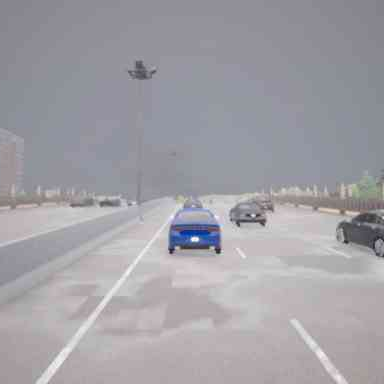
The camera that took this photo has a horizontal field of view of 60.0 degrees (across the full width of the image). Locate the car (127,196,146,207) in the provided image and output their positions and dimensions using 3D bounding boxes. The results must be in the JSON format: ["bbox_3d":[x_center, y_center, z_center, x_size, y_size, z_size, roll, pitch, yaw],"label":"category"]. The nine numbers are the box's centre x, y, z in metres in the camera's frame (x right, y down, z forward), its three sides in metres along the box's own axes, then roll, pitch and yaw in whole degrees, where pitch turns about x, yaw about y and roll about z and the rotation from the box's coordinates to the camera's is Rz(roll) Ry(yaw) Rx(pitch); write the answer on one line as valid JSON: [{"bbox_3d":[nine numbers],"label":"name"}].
[{"bbox_3d":[-7.091,1.237,42.934,2.128,1.511,4.902,0,0,0],"label":"car"}]

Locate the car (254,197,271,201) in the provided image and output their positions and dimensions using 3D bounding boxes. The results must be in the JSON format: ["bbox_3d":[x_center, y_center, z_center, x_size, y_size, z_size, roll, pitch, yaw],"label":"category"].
[{"bbox_3d":[7.098,1.289,34.298,2.128,1.511,4.902,0,0,0],"label":"car"}]

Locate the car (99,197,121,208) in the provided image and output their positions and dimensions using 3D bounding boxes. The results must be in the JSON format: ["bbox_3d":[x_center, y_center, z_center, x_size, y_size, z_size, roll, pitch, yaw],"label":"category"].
[{"bbox_3d":[-10.592,1.346,42.978,1.895,1.301,4.718,0,0,0],"label":"car"}]

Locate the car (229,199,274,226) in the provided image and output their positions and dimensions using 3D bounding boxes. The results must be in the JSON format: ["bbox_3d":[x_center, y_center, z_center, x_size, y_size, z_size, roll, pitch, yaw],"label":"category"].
[{"bbox_3d":[3.596,1.416,22.083,2.033,1.411,5.357,0,0,0],"label":"car"}]

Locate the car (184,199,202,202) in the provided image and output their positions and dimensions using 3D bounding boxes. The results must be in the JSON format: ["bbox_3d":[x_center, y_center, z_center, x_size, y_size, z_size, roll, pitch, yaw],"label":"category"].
[{"bbox_3d":[0.098,1.362,34.124,1.994,1.385,4.181,0,0,0],"label":"car"}]

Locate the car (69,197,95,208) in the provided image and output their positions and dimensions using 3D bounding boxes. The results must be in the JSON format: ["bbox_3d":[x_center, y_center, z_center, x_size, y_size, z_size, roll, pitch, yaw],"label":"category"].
[{"bbox_3d":[-14.092,1.292,42.963,2.033,1.411,5.357,0,0,0],"label":"car"}]

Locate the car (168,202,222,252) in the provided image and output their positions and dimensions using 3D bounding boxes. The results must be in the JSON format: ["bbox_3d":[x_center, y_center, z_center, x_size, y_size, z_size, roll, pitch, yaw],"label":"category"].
[{"bbox_3d":[0.098,1.397,13.442,1.882,1.535,5.008,0,0,0],"label":"car"}]

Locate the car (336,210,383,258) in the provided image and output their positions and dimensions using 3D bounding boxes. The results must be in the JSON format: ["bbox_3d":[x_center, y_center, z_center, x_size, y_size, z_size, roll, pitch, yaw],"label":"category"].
[{"bbox_3d":[7.097,1.432,12.350,1.837,1.490,4.892,0,1,0],"label":"car"}]
